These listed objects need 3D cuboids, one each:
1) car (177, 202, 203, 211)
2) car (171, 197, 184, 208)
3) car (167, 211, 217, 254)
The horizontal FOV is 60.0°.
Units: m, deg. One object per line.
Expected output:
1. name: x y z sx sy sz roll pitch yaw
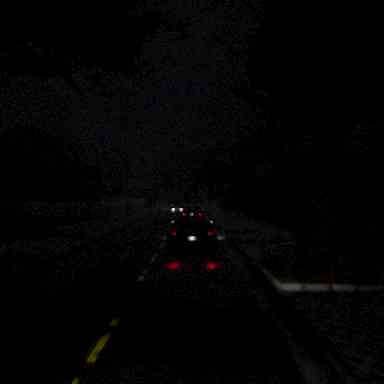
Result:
1. car: 0.007 1.864 29.023 2.033 1.411 5.357 0 -1 0
2. car: -2.738 2.074 64.758 2.150 2.045 5.566 0 -1 0
3. car: 0.008 1.716 14.333 1.994 1.385 4.181 0 -1 0
